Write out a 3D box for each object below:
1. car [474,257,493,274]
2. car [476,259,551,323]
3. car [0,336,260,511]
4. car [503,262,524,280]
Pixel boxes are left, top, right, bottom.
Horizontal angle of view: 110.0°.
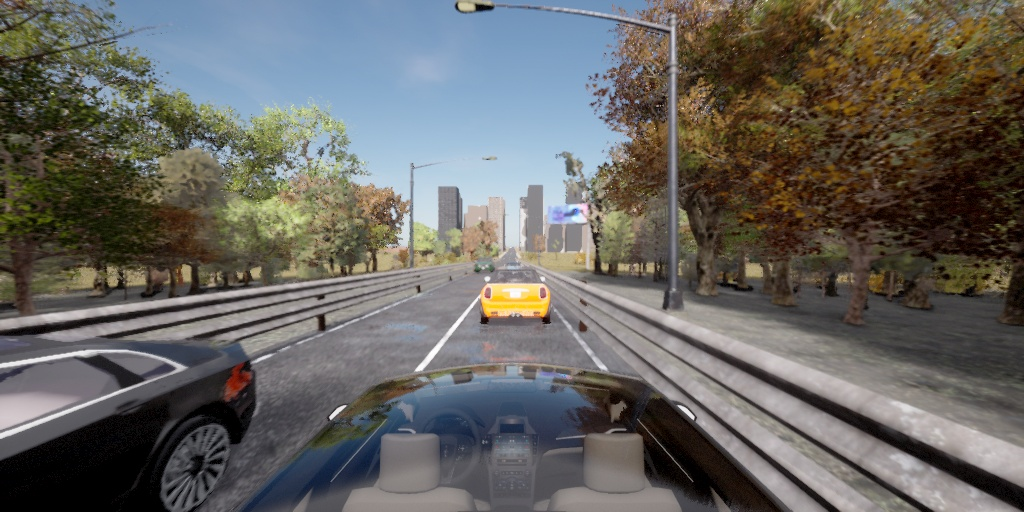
[{"bbox_3d":[-3.345,1.092,44.474,2.150,2.045,5.566,0,0,0],"label":"car"},{"bbox_3d":[0.103,1.120,12.284,2.097,1.767,4.553,0,0,0],"label":"car"},{"bbox_3d":[-3.348,1.242,1.407,2.128,1.511,4.902,0,0,0],"label":"car"},{"bbox_3d":[0.100,1.343,34.146,1.837,1.490,4.892,0,0,0],"label":"car"}]
